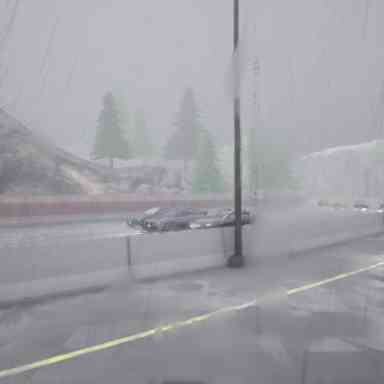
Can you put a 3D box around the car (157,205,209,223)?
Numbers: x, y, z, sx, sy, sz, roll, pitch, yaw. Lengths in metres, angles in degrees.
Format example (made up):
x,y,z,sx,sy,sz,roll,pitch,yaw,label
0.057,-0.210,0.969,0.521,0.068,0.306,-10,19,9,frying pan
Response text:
x,y,z,sx,sy,sz,roll,pitch,yaw,label
-0.770,1.957,30.517,4.718,1.301,1.895,0,-1,-43,car

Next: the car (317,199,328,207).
x,y,z,sx,sy,sz,roll,pitch,yaw,label
25.251,2.049,63.385,2.033,1.411,5.357,-1,-1,30,car

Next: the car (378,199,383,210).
x,y,z,sx,sy,sz,roll,pitch,yaw,label
29.151,1.834,49.627,1.837,1.490,4.892,-1,-1,34,car

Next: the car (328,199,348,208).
x,y,z,sx,sy,sz,roll,pitch,yaw,label
24.853,1.914,55.884,1.882,1.535,5.008,-1,-1,33,car

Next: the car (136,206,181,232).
x,y,z,sx,sy,sz,roll,pitch,yaw,label
-1.016,1.815,21.026,4.181,1.385,1.994,0,-1,-40,car

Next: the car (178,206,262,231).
x,y,z,sx,sy,sz,roll,pitch,yaw,label
1.956,1.695,18.956,4.902,1.511,2.128,0,-1,-41,car

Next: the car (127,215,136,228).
x,y,z,sx,sy,sz,roll,pitch,yaw,label
-2.493,1.826,24.343,4.674,1.442,1.812,0,-1,-41,car

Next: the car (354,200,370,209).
x,y,z,sx,sy,sz,roll,pitch,yaw,label
26.815,1.929,52.403,2.033,1.411,5.357,-1,-1,33,car
